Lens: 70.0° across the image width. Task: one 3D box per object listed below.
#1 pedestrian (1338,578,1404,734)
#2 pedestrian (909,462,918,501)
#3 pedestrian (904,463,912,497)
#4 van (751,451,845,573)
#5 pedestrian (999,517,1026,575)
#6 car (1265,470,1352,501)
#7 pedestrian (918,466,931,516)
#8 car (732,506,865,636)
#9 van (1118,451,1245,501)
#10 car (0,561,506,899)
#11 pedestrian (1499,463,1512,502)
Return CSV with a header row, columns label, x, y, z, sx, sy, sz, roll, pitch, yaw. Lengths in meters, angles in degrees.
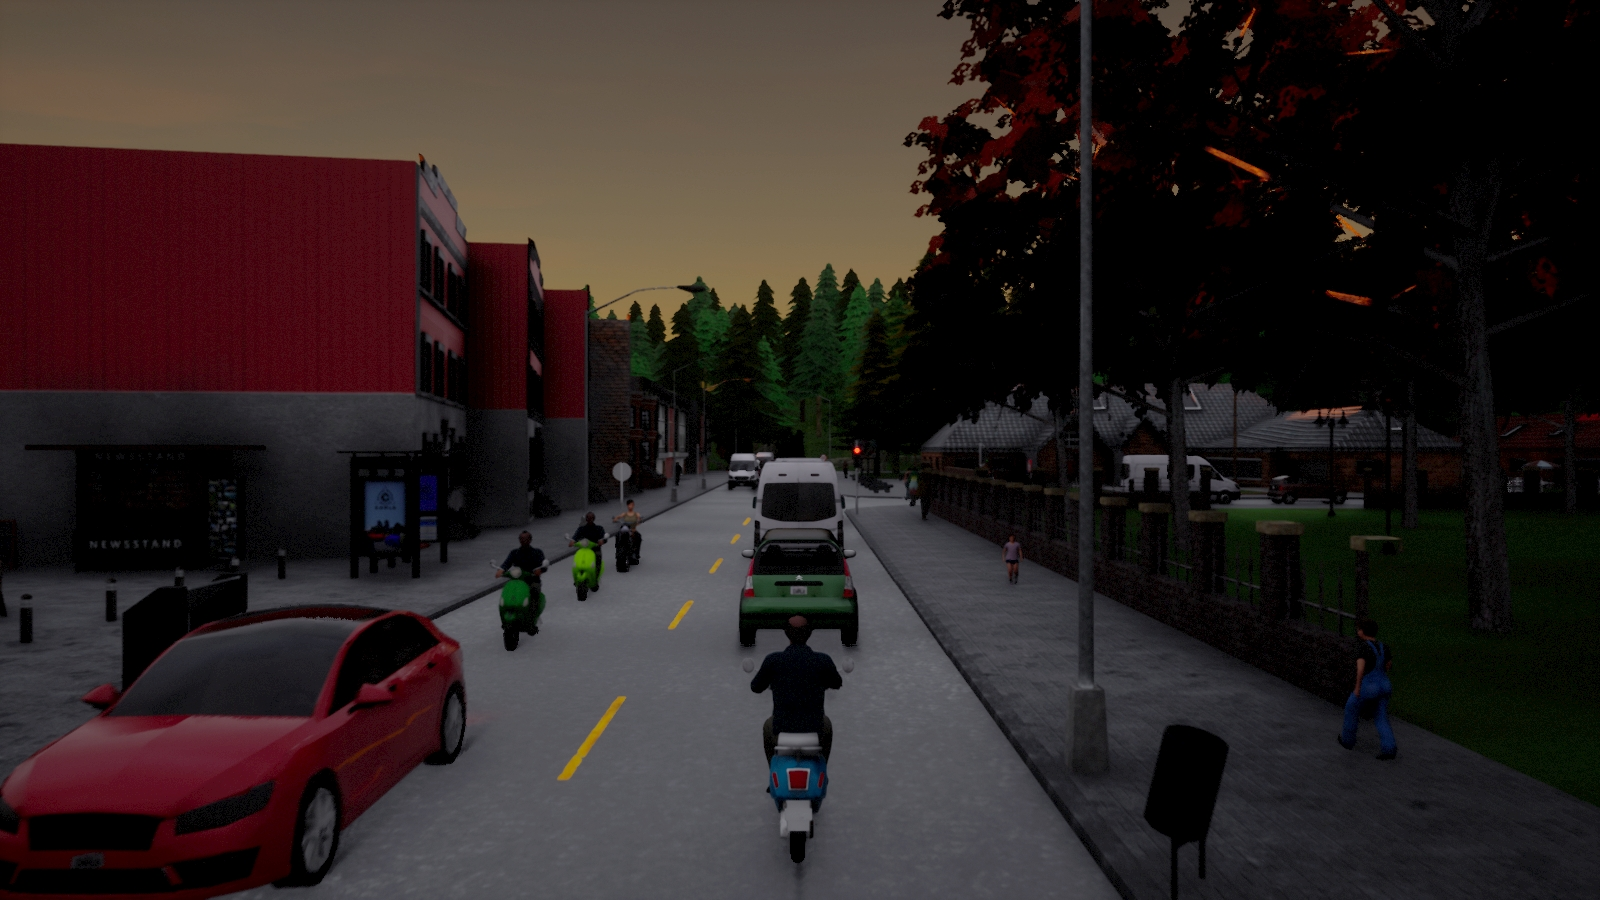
label,x,y,z,sx,sy,sz,roll,pitch,yaw
pedestrian,5.038,1.806,10.091,0.375,1.300,0.375,0,0,-8
pedestrian,5.450,1.524,54.709,0.375,1.860,0.375,0,0,16
pedestrian,5.936,1.629,62.625,0.375,1.860,0.375,0,0,14
van,-0.042,1.314,27.074,1.988,2.561,5.915,0,0,0
pedestrian,4.237,1.905,22.770,0.500,1.100,0.500,0,0,6
car,26.129,1.807,58.794,3.705,1.549,1.789,0,0,0
pedestrian,4.689,1.526,42.982,0.375,1.860,0.375,0,0,-12
car,-0.022,1.780,17.850,1.851,1.617,3.988,0,0,0
van,19.592,1.315,58.858,5.915,2.561,1.988,0,0,1
car,-4.019,1.841,8.860,2.231,1.480,4.892,0,0,0
pedestrian,33.171,1.525,53.740,0.375,1.860,0.375,0,0,-2
